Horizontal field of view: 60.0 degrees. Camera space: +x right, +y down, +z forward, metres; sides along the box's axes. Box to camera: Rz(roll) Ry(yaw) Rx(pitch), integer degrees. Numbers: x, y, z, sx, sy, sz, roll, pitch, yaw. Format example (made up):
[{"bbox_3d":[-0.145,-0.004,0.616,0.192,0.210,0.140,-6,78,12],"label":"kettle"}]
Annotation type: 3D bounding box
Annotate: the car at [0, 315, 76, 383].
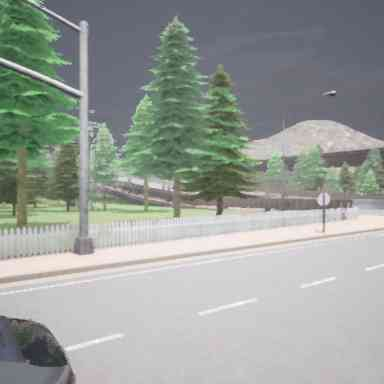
[{"bbox_3d":[-2.869,1.564,1.946,4.181,1.385,1.994,0,0,-35],"label":"car"}]
